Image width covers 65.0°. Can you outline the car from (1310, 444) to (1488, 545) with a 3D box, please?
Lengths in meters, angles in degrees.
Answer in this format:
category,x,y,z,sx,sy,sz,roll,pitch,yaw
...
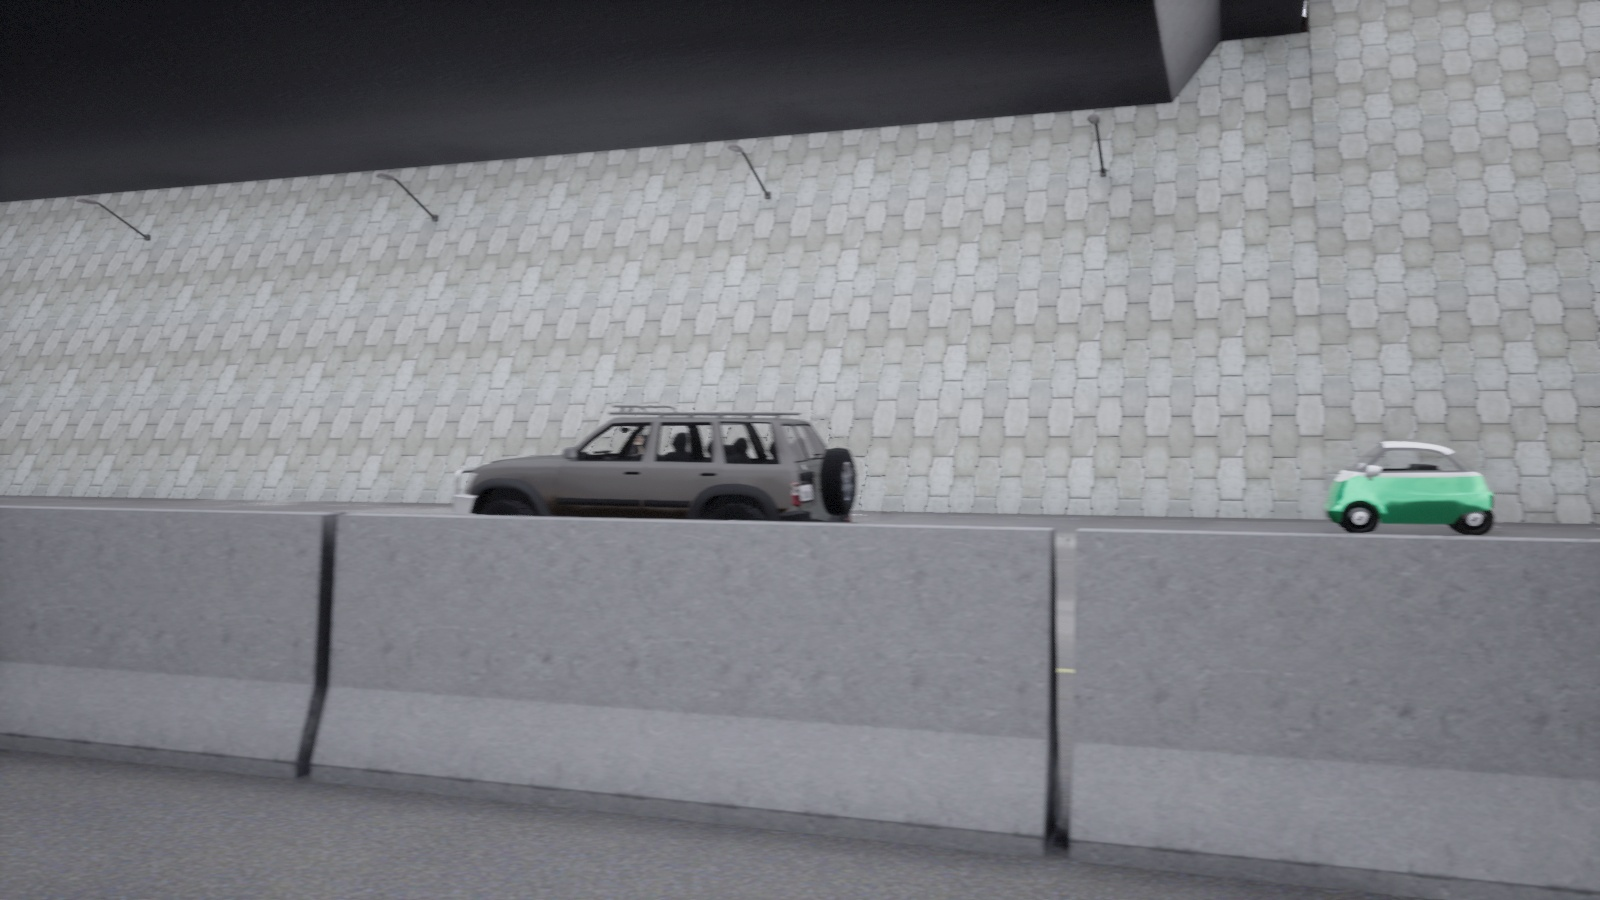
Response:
category,x,y,z,sx,sy,sz,roll,pitch,yaw
car,8.841,0.615,18.682,2.207,1.376,1.481,1,1,19

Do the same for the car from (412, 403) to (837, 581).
category,x,y,z,sx,sy,sz,roll,pitch,yaw
car,-2.057,0.398,14.929,4.605,1.855,1.932,1,2,18
